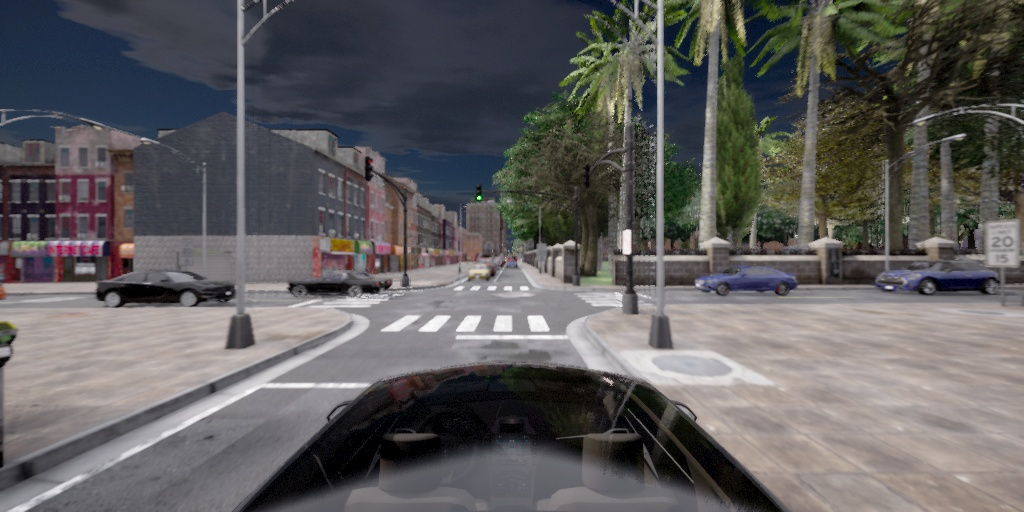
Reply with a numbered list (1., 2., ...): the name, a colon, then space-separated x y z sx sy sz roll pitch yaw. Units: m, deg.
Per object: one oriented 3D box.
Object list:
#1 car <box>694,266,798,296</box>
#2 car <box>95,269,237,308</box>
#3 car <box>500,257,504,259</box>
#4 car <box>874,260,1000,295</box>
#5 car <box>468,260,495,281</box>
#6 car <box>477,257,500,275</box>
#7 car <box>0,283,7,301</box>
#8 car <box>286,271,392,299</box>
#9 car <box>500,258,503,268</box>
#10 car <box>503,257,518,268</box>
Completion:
1. car: 11.720 1.208 18.110 4.674 1.442 1.812 0 0 1
2. car: -14.392 1.309 15.120 5.008 1.535 1.882 0 0 1
3. car: -2.646 1.201 61.668 1.967 1.591 4.097 0 0 0
4. car: 21.259 0.998 18.101 4.553 1.767 2.097 0 0 0
5. car: -2.651 1.279 29.879 1.751 1.417 4.829 0 0 0
6. car: -2.654 1.069 35.317 2.192 1.841 5.009 0 0 0
7. car: -24.675 1.261 15.117 4.553 1.767 2.097 -1 0 0
8. car: -8.647 1.395 18.005 4.718 1.301 1.895 0 0 7
9. car: -2.649 1.308 51.128 2.007 1.370 4.403 0 0 0
10. car: 0.003 1.308 59.566 2.033 1.411 5.357 0 0 0
